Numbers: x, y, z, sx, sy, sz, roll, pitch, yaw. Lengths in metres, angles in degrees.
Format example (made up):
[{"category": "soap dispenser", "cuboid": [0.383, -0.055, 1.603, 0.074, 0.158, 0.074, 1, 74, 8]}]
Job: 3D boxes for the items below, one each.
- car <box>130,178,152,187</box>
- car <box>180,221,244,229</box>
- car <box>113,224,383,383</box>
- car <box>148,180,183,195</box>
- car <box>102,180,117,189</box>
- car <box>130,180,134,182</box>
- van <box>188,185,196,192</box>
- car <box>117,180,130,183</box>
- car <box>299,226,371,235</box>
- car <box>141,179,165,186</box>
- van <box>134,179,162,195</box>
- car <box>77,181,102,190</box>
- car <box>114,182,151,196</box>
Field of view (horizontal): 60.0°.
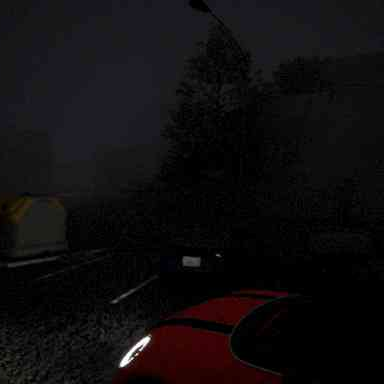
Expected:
[{"category": "car", "cuboid": [-11.071, -2.055, 72.344, 4.553, 1.767, 2.185, 2, 6, 34]}, {"category": "car", "cuboid": [0.666, 1.511, 9.066, 2.163, 1.488, 4.792, 0, -1, 17]}, {"category": "car", "cuboid": [1.502, 1.353, 2.372, 4.553, 1.767, 2.097, 0, 0, 36]}, {"category": "car", "cuboid": [-4.533, -0.765, 56.000, 5.566, 2.045, 2.435, 4, 7, 36]}, {"category": "car", "cuboid": [-18.255, -1.382, 67.227, 4.792, 1.488, 2.163, 2, 5, 34]}, {"category": "car", "cuboid": [-13.514, -1.729, 70.681, 4.792, 1.488, 2.163, 2, 6, 34]}, {"category": "van", "cuboid": [-2.109, -0.915, 57.711, 4.442, 1.987, 1.878, 4, 7, 36]}, {"category": "car", "cuboid": [-15.865, -1.709, 68.922, 4.553, 1.767, 2.185, 2, 6, 34]}, {"category": "car", "cuboid": [3.037, 1.482, 7.282, 2.231, 1.521, 4.892, 0, -1, 16]}, {"category": "car", "cuboid": [-8.697, -2.104, 74.090, 5.008, 1.535, 2.097, 2, 5, 34]}, {"category": "van", "cuboid": [-6.905, -0.562, 54.266, 4.442, 1.987, 1.878, 4, 7, 36]}, {"category": "car", "cuboid": [-20.676, -1.198, 65.529, 4.674, 1.452, 2.002, 2, 5, 34]}, {"category": "car", "cuboid": [-9.496, -0.174, 52.702, 5.008, 1.535, 2.097, 4, 7, 36]}]
